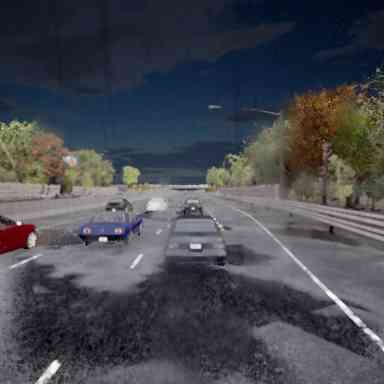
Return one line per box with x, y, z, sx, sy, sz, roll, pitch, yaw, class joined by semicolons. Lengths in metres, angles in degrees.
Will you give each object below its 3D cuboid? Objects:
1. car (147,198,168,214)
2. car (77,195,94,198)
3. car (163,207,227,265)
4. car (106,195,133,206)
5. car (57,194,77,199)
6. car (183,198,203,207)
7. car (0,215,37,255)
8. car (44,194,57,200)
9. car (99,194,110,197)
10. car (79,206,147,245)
-3.402;1.339;32.722;1.812;1.442;4.674;0;0;0;car
-21.003;1.224;67.158;1.895;1.301;4.718;0;0;0;car
0.098;1.479;11.351;2.033;1.411;5.357;0;0;0;car
-6.901;1.323;31.791;1.837;1.490;4.892;0;0;0;car
-24.503;1.174;66.771;2.033;1.411;5.357;0;0;0;car
0.099;1.339;32.807;1.812;1.442;4.674;0;0;0;car
-6.905;1.411;10.830;1.882;1.535;5.008;0;0;0;car
-28.003;1.158;66.771;1.812;1.442;4.674;0;0;0;car
-17.503;1.155;67.188;2.128;1.511;4.902;0;0;0;car
-3.401;1.511;14.952;1.895;1.301;4.718;0;0;0;car
